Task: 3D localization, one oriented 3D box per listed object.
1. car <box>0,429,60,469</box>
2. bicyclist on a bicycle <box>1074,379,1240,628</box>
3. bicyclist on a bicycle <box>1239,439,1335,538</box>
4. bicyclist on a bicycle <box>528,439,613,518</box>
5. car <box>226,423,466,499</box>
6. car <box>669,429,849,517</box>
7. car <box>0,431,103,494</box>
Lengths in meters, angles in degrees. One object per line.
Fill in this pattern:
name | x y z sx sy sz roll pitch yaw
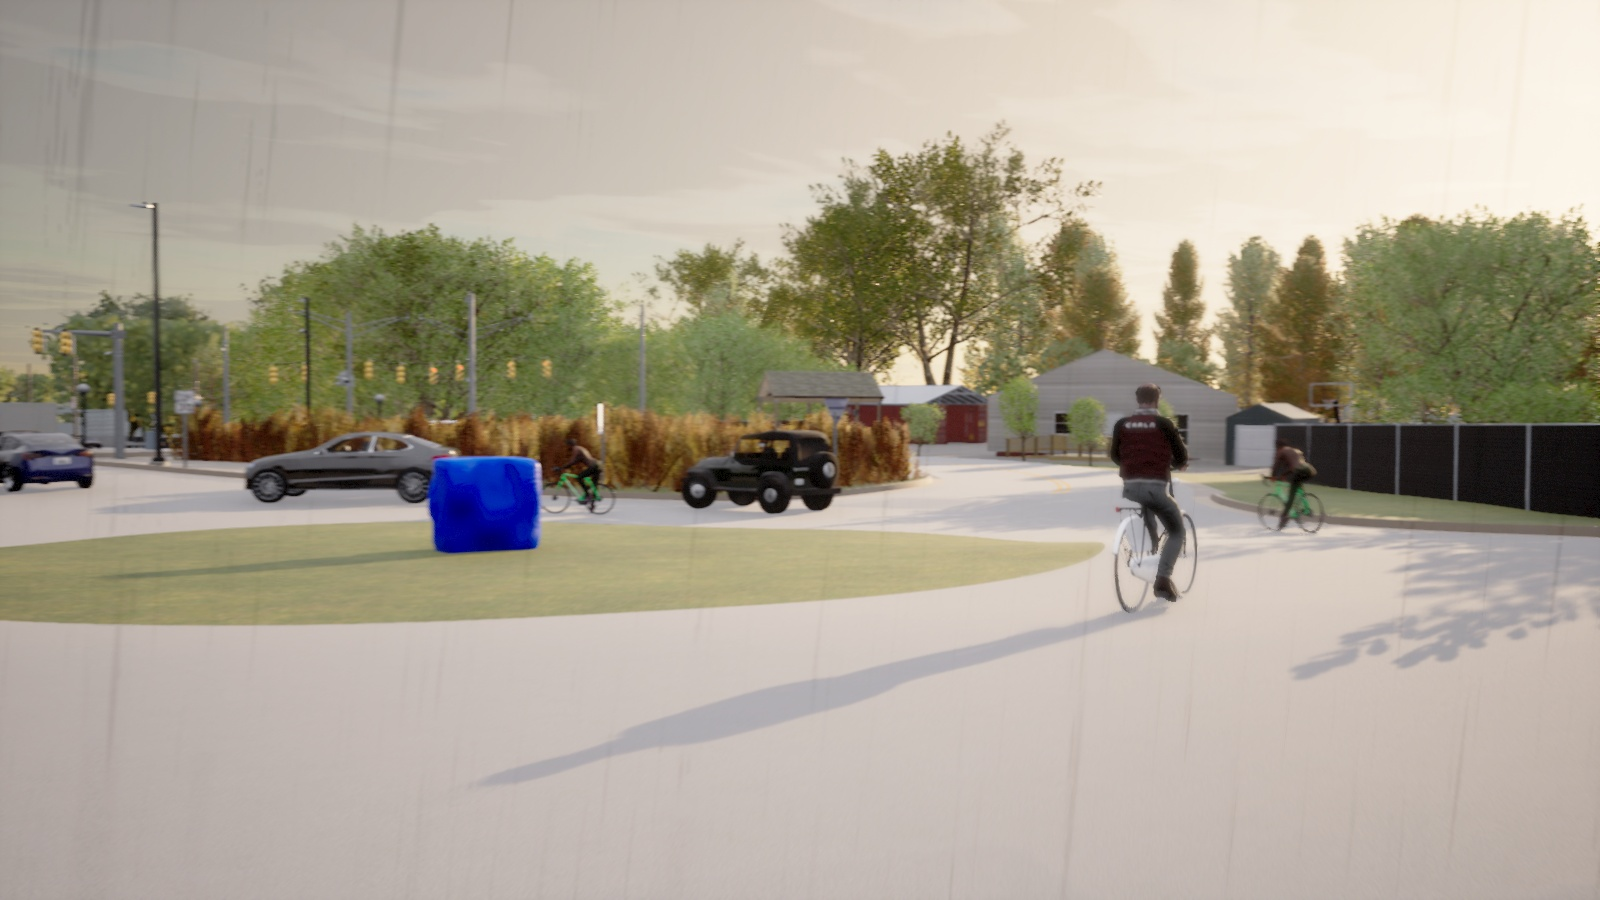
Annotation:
car | -28.082 -0.054 44.306 4.718 1.301 1.895 1 2 40
bicyclist on a bicycle | 2.852 0.370 9.893 0.659 1.776 1.843 0 1 35
bicyclist on a bicycle | 8.316 0.652 21.529 0.582 1.620 1.656 -1 -1 -17
bicyclist on a bicycle | -4.897 0.593 26.850 1.656 1.620 0.582 1 1 3
car | -10.735 0.234 30.051 5.027 1.651 2.152 1 2 -5
car | -0.995 0.483 29.426 3.866 1.878 1.905 2 1 39
car | -20.625 0.273 33.325 4.792 1.488 2.163 1 3 41
